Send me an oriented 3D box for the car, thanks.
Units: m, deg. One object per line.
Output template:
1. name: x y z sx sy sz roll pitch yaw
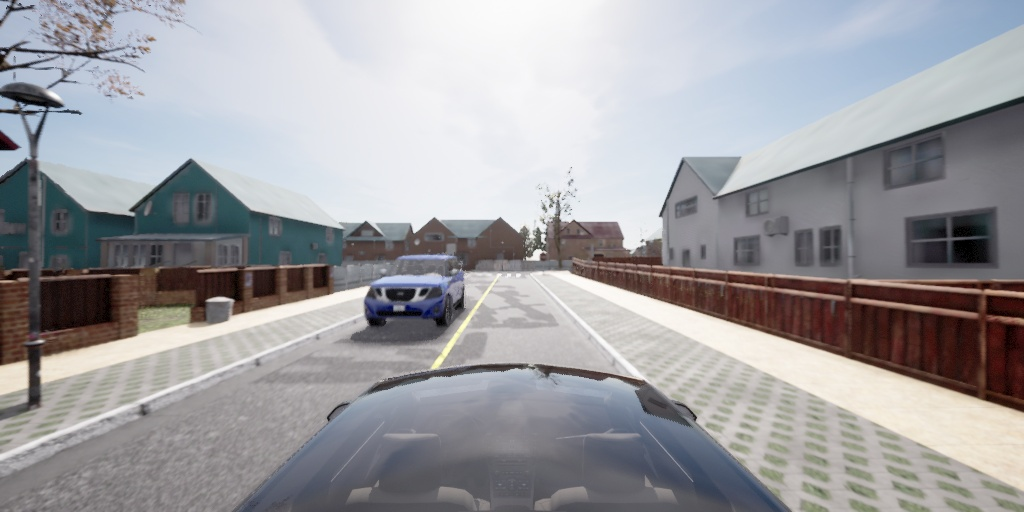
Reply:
1. car: -2.849 0.959 11.799 2.150 2.045 5.566 0 0 0
